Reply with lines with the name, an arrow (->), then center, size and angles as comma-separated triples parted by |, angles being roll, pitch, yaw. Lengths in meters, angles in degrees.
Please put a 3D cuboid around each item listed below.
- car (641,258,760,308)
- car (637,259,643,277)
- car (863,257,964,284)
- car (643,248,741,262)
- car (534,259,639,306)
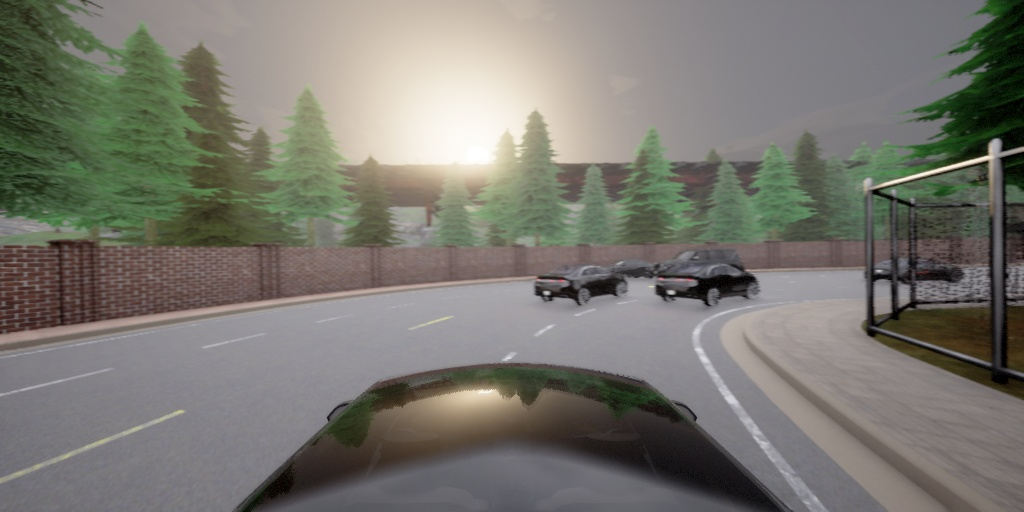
car -> 7.515, 0.991, 13.688 | 4.902, 1.511, 2.128 | -1, 0, -33
car -> 7.956, 0.922, 25.164 | 4.674, 1.442, 1.812 | -1, 0, -11
car -> 21.775, 0.730, 19.516 | 4.181, 1.385, 1.994 | -1, 0, -5
car -> 11.426, 0.573, 22.184 | 5.566, 2.045, 2.150 | -1, 0, -9
car -> 2.955, 1.075, 14.708 | 2.128, 1.511, 4.902 | -1, 0, 44
